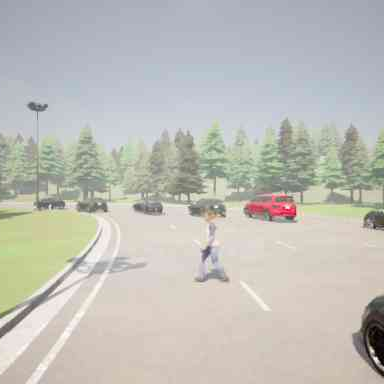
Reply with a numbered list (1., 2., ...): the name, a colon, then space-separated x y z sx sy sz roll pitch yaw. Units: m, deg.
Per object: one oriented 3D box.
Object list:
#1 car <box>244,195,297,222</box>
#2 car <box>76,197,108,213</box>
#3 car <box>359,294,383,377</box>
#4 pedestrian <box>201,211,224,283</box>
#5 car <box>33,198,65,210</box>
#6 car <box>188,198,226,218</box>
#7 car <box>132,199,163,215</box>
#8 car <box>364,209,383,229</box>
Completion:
1. car: 6.246 1.224 26.989 2.150 2.045 5.566 0 0 -17
2. car: -11.332 1.352 37.471 2.097 1.767 4.553 0 0 -41
3. car: 3.350 1.564 2.878 1.994 1.385 4.181 0 0 -3
4. pedestrian: 0.497 1.294 8.183 0.375 1.860 0.375 0 0 -6
5. car: -18.846 1.505 43.895 4.892 1.490 1.837 0 0 30
6. car: 1.290 1.351 30.123 2.097 1.767 4.553 0 0 -21
7. car: -4.689 1.491 34.498 2.128 1.511 4.902 0 0 -30
8. car: 11.899 1.353 18.699 2.097 1.767 4.553 0 0 -11
